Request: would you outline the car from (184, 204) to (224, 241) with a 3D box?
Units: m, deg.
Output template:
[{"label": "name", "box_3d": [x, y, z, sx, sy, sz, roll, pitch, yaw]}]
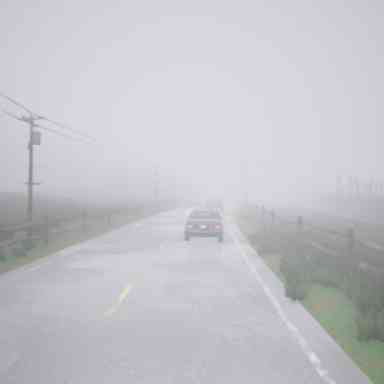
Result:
[{"label": "car", "box_3d": [0.641, 1.552, 16.835, 2.033, 1.411, 5.357, 0, 0, 3]}]

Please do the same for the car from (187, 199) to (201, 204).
[{"label": "car", "box_3d": [0.359, 1.613, 48.551, 1.895, 1.301, 4.718, 0, 0, 7]}]

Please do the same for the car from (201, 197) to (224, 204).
[{"label": "car", "box_3d": [2.454, 1.364, 37.302, 2.097, 1.767, 4.553, 0, 0, 6]}]
